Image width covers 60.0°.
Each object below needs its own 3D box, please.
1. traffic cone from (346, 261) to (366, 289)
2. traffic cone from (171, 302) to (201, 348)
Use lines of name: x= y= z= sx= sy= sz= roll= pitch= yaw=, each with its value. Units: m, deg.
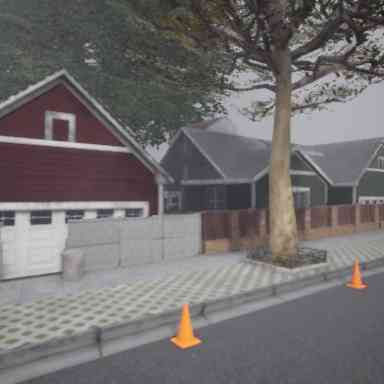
traffic cone: x=3.925 y=1.955 z=7.950 sx=0.340 sy=0.580 sz=0.340 roll=0 pitch=0 yaw=-36
traffic cone: x=-0.090 y=1.957 z=5.010 sx=0.340 sy=0.580 sz=0.340 roll=0 pitch=0 yaw=-36
